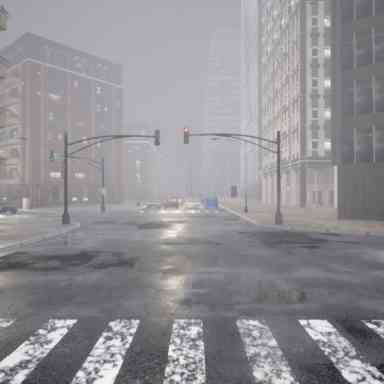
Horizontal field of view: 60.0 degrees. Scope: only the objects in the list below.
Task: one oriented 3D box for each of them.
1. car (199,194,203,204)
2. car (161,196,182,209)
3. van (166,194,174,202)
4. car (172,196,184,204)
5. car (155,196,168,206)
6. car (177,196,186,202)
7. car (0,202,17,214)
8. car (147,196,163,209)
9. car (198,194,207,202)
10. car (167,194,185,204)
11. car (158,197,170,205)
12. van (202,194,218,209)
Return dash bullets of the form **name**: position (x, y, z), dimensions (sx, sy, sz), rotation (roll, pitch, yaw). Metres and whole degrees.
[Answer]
- **car**: position (2.707, 1.643, 68.191), dimensions (1.887, 1.381, 4.507), rotation (0, 0, 0)
- **car**: position (-2.737, 1.643, 45.127), dimensions (1.895, 1.301, 4.718), rotation (0, 0, 0)
- **van**: position (-5.150, 1.472, 79.311), dimensions (1.690, 1.788, 3.998), rotation (0, 0, 0)
- **car**: position (-2.652, 1.582, 65.474), dimensions (2.128, 1.511, 4.902), rotation (0, 0, 1)
- **car**: position (-5.196, 1.509, 57.103), dimensions (1.967, 1.590, 4.097), rotation (0, 0, 0)
- **car**: position (-2.588, 1.670, 79.395), dimensions (1.994, 1.385, 4.181), rotation (0, 0, 0)
- **car**: position (-21.071, 1.789, 36.702), dimensions (4.718, 1.301, 1.895), rotation (-1, -1, 41)
- **car**: position (-5.219, 1.569, 45.828), dimensions (1.752, 1.417, 4.829), rotation (0, 0, 0)
- **car**: position (2.739, 1.465, 84.850), dimensions (2.192, 1.841, 5.009), rotation (0, 0, 0)
- **car**: position (-2.708, 1.416, 55.068), dimensions (2.097, 1.767, 4.553), rotation (0, 0, 1)
- **car**: position (-5.185, 1.649, 62.655), dimensions (1.947, 1.339, 4.313), rotation (0, 0, 0)
- **van**: position (2.663, 1.385, 45.982), dimensions (1.690, 1.788, 3.998), rotation (0, 0, 0)
